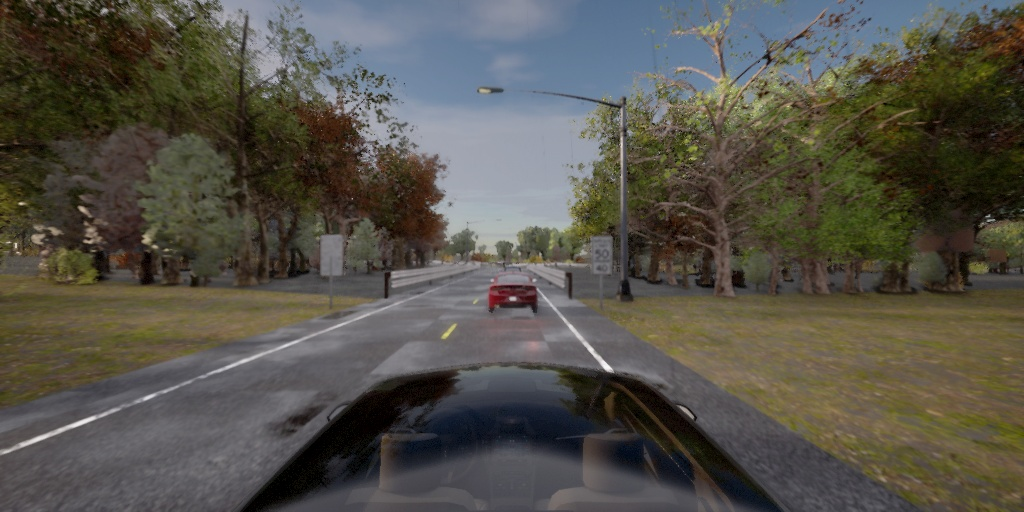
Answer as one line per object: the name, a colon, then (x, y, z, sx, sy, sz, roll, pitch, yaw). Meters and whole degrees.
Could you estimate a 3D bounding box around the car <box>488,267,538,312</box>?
car: (0.058, 1.399, 15.276, 1.882, 1.535, 5.008, 0, 0, 0)
